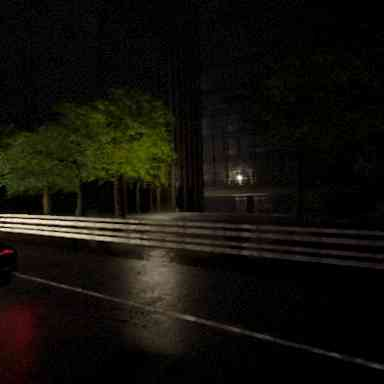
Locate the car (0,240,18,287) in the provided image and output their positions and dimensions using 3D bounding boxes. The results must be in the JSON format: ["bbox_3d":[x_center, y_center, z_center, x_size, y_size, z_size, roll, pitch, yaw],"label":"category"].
[{"bbox_3d":[-6.409,1.646,8.562,4.902,1.511,2.128,-1,-1,35],"label":"car"}]
